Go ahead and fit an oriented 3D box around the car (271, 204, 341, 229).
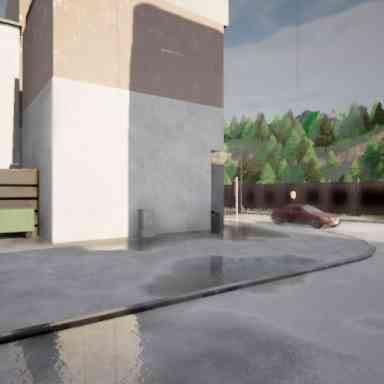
[{"bbox_3d":[7.269,1.537,21.729,1.812,1.442,4.674,0,0,-35],"label":"car"}]
